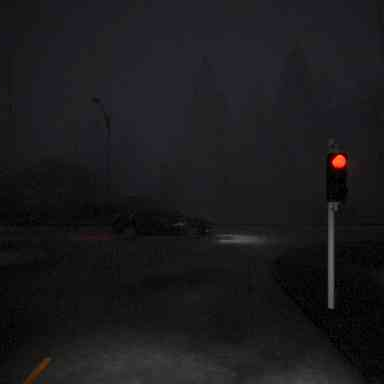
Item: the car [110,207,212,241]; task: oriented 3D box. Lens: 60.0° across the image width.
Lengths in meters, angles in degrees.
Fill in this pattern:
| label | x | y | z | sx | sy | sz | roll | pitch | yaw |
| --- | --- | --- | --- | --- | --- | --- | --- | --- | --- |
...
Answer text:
| label | x | y | z | sx | sy | sz | roll | pitch | yaw |
| --- | --- | --- | --- | --- | --- | --- | --- | --- | --- |
| car | -1.471 | 1.505 | 16.247 | 4.892 | 1.490 | 1.837 | 0 | 0 | 0 |
